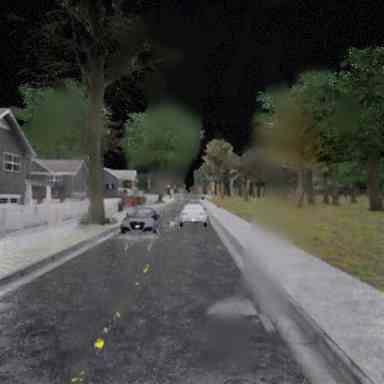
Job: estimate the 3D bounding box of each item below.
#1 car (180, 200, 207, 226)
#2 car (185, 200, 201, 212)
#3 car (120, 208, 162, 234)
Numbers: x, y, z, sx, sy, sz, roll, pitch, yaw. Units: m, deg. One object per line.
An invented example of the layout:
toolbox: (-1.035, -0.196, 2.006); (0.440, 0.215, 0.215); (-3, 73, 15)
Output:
car: (0.091, 1.586, 23.933); (1.812, 1.442, 4.674); (0, 0, 0)
car: (0.077, 1.694, 41.788); (1.895, 1.301, 4.718); (0, 0, 0)
car: (-2.858, 1.614, 19.352); (1.994, 1.385, 4.181); (0, 0, 0)
